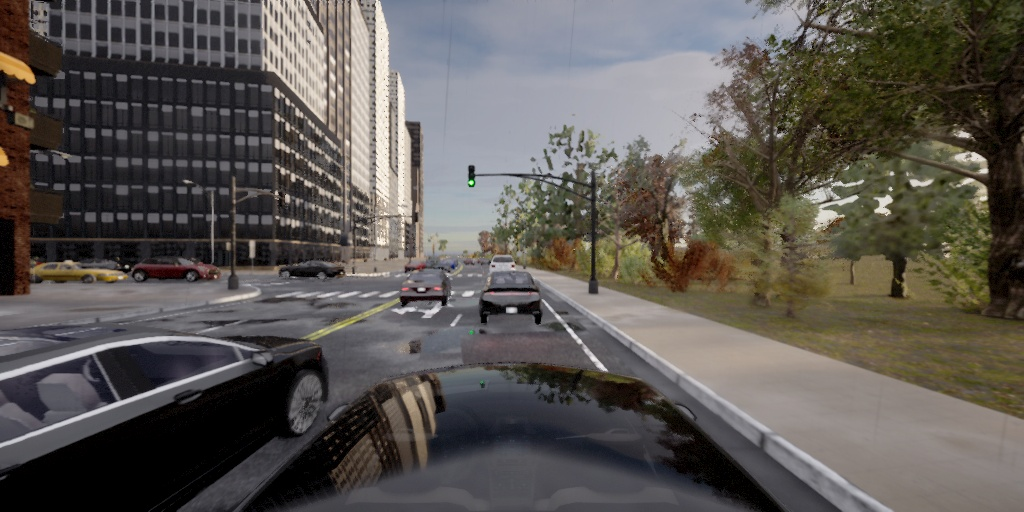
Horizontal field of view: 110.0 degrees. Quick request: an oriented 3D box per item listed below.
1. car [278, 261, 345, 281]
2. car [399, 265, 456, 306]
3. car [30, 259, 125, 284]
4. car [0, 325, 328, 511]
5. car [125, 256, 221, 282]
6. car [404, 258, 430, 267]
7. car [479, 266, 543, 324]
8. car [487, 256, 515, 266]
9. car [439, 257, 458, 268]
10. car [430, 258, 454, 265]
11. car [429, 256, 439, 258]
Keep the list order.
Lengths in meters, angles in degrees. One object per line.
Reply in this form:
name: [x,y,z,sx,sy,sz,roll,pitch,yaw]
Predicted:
car: [-15.978,1.101,28.693,5.008,1.535,1.882,2,-1,6]
car: [-3.718,1.303,15.915,2.033,1.411,5.357,0,0,-7]
car: [-26.166,0.959,21.366,4.829,1.417,1.751,0,0,-10]
car: [-3.188,1.243,2.518,2.128,1.511,4.902,0,0,0]
car: [-22.839,0.837,24.621,4.553,1.767,2.097,1,0,-9]
car: [-11.763,1.236,43.762,1.882,1.535,5.008,0,0,-4]
car: [-0.063,1.244,12.012,2.128,1.511,4.902,0,0,-1]
car: [-0.872,0.978,31.468,2.150,2.045,5.566,0,0,-4]
car: [-9.384,1.229,53.103,1.882,1.535,5.008,0,0,-6]
car: [-8.548,1.320,44.164,1.994,1.385,4.181,0,0,-6]
car: [-13.740,0.967,63.116,2.150,2.045,5.566,0,0,-7]
